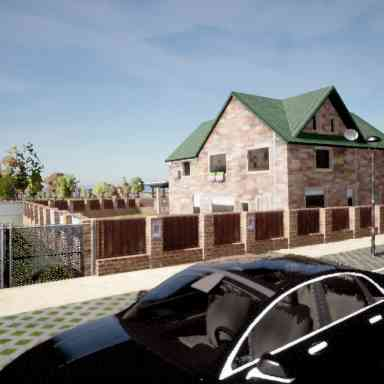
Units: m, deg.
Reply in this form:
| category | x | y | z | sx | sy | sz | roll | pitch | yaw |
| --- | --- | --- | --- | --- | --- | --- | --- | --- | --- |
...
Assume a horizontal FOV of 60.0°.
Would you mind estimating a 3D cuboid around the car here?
| category | x | y | z | sx | sy | sz | roll | pitch | yaw |
| --- | --- | --- | --- | --- | --- | --- | --- | --- | --- |
| car | 0.583 | 1.503 | 3.489 | 4.892 | 1.490 | 1.837 | 0 | 0 | -35 |
